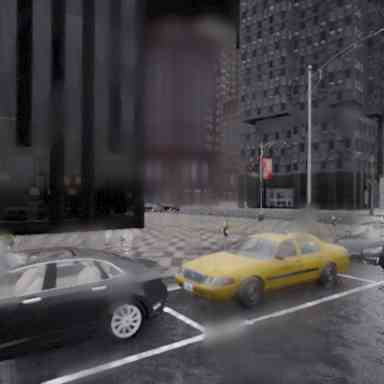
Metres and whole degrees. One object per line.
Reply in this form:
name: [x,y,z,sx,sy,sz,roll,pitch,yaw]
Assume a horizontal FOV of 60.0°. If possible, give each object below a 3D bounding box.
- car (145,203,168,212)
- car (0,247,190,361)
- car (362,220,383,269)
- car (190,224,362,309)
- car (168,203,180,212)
car: [-6.743,2.738,58.442,1.837,1.490,4.892,1,-2,-36]
car: [-2.457,1.558,4.897,4.403,1.369,2.008,1,0,-36]
car: [6.518,1.662,11.302,4.403,1.369,2.008,1,0,-36]
car: [1.893,1.583,8.001,4.829,1.417,1.752,1,0,-36]
car: [-4.010,2.726,60.207,1.882,1.535,5.008,1,-2,-36]
